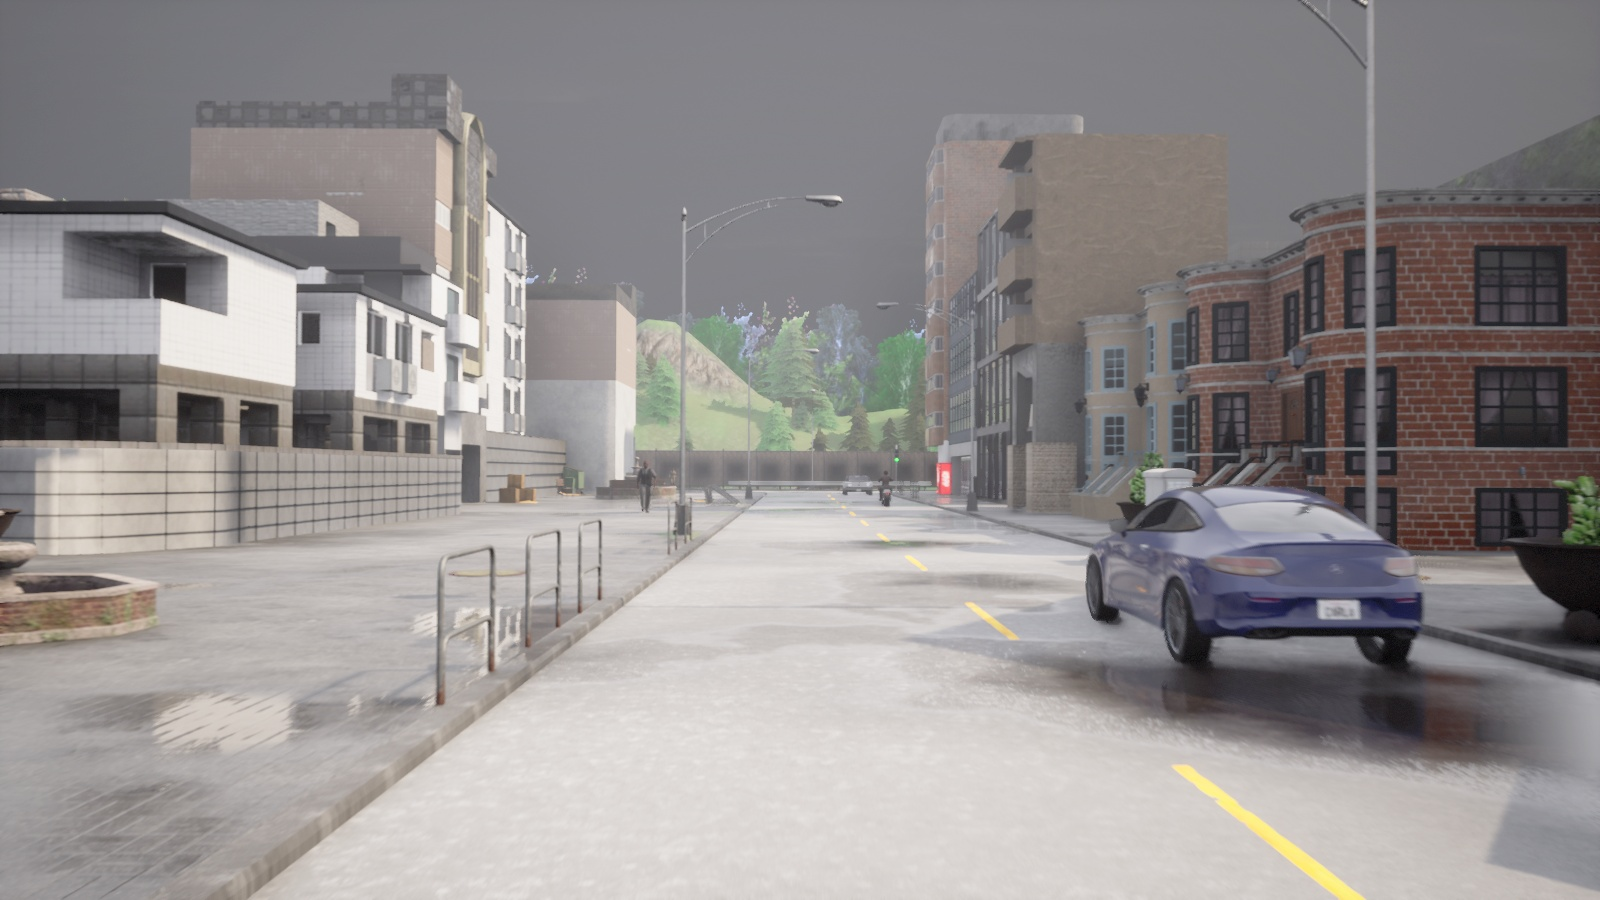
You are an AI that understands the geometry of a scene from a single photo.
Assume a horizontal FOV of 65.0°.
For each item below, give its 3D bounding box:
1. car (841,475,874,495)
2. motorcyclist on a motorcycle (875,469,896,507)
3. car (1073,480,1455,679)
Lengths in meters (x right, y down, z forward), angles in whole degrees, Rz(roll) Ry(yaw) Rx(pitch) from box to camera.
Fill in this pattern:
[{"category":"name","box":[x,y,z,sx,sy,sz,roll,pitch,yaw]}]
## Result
[{"category":"car","box":[3.786,2.288,82.909,1.895,1.301,4.718,0,-1,0]},{"category":"motorcyclist on a motorcycle","box":[3.860,1.699,56.736,0.766,1.649,2.350,0,-1,0]},{"category":"car","box":[3.971,1.021,11.712,1.812,1.442,4.674,0,-1,0]}]
